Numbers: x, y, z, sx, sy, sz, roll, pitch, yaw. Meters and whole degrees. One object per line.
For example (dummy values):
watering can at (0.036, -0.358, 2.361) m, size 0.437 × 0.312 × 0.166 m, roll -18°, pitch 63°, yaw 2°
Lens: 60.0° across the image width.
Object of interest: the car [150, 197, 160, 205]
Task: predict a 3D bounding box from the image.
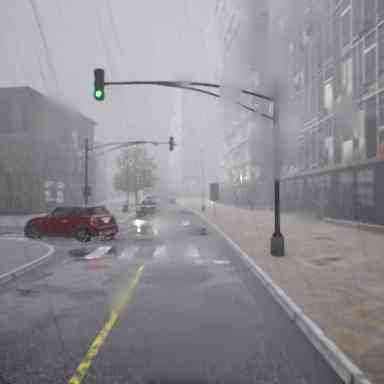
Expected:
car at (-7.361, 1.753, 66.401) m, size 1.812 × 1.442 × 4.674 m, roll 0°, pitch 0°, yaw -8°

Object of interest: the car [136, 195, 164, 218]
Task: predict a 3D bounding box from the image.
car at (-3.918, 1.445, 30.822) m, size 2.097 × 1.767 × 4.553 m, roll 0°, pitch 0°, yaw -4°

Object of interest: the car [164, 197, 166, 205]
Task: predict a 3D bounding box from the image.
car at (-4.668, 1.343, 41.140) m, size 2.150 × 2.045 × 5.566 m, roll 0°, pitch 0°, yaw -4°

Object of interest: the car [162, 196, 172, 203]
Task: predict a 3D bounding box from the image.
car at (-5.462, 1.637, 72.545) m, size 1.895 × 1.301 × 4.718 m, roll 0°, pitch 0°, yaw -9°

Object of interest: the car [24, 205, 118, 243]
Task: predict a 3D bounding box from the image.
car at (-5.999, 1.414, 16.429) m, size 4.553 × 1.767 × 2.097 m, roll -1°, pitch 0°, yaw 22°

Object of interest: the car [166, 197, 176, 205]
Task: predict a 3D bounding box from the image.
car at (-4.034, 1.661, 62.199) m, size 1.882 × 1.535 × 5.008 m, roll 0°, pitch 0°, yaw -8°
